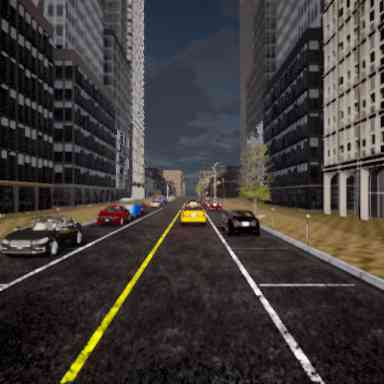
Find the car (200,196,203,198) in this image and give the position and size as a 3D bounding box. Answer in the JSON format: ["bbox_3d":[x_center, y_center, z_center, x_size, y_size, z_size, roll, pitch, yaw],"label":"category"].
[{"bbox_3d":[2.700,1.763,58.841,1.752,1.417,4.829,0,0,0],"label":"car"}]

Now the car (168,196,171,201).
[{"bbox_3d":[-5.680,1.825,64.379,1.947,1.339,4.313,0,0,0],"label":"car"}]

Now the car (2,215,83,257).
[{"bbox_3d":[-5.686,1.608,13.149,2.008,1.369,4.403,0,0,0],"label":"car"}]

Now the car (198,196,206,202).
[{"bbox_3d":[2.703,1.781,87.130,1.967,1.590,4.097,0,0,0],"label":"car"}]

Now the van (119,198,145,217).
[{"bbox_3d":[-5.683,1.469,30.226,1.690,1.788,3.998,0,0,0],"label":"van"}]

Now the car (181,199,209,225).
[{"bbox_3d":[0.103,1.564,25.015,1.801,1.575,5.366,0,0,0],"label":"car"}]

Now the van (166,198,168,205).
[{"bbox_3d":[-5.679,1.579,58.687,1.690,1.788,3.998,0,0,0],"label":"van"}]

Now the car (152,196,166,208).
[{"bbox_3d":[-5.681,1.657,52.994,1.967,1.590,4.097,0,0,0],"label":"car"}]

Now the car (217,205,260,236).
[{"bbox_3d":[2.696,1.647,18.827,1.947,1.339,4.313,0,0,0],"label":"car"}]

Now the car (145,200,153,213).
[{"bbox_3d":[-5.683,1.733,35.918,1.802,1.307,4.206,0,0,0],"label":"car"}]

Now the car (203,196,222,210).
[{"bbox_3d":[2.699,1.613,41.594,1.967,1.590,4.097,0,0,0],"label":"car"}]

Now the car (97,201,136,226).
[{"bbox_3d":[-5.684,1.650,24.533,1.887,1.381,4.507,0,0,0],"label":"car"}]

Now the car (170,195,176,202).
[{"bbox_3d":[-5.678,1.866,86.976,1.752,1.417,4.829,0,0,0],"label":"car"}]
